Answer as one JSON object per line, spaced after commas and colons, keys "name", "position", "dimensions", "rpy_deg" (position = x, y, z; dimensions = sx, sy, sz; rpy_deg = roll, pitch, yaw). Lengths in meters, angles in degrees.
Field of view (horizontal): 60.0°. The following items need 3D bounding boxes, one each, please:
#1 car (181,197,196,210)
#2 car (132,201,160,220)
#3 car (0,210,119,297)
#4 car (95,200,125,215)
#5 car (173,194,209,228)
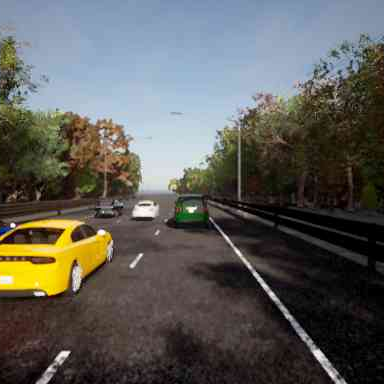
{"name": "car", "position": [-0.526, 1.422, 42.214], "dimensions": [1.812, 1.442, 4.674], "rpy_deg": [0, 0, -2]}
{"name": "car", "position": [-3.667, 1.459, 26.877], "dimensions": [1.812, 1.442, 4.674], "rpy_deg": [0, 0, -1]}
{"name": "car", "position": [-3.441, 1.455, 8.582], "dimensions": [1.882, 1.535, 5.008], "rpy_deg": [0, 0, 0]}
{"name": "car", "position": [-7.216, 1.420, 29.375], "dimensions": [2.128, 1.511, 4.902], "rpy_deg": [0, 0, -1]}
{"name": "car", "position": [-0.079, 1.166, 21.775], "dimensions": [2.150, 2.045, 5.566], "rpy_deg": [0, 0, -1]}
